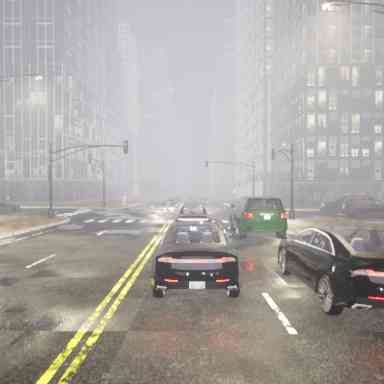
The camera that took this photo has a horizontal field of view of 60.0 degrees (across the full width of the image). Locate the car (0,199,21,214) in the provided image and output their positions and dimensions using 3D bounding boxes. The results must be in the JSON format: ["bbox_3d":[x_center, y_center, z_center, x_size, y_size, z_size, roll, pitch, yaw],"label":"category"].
[{"bbox_3d":[-19.481,1.401,33.185,4.181,1.385,1.994,1,1,1],"label":"car"}]

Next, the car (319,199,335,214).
[{"bbox_3d":[16.674,1.331,35.878,5.566,2.045,2.150,1,1,1],"label":"car"}]

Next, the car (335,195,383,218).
[{"bbox_3d":[16.121,1.513,30.106,5.009,1.841,2.192,1,0,1],"label":"car"}]

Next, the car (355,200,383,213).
[{"bbox_3d":[21.707,1.635,38.407,4.829,1.417,1.752,1,0,1],"label":"car"}]

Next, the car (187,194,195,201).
[{"bbox_3d":[-0.214,1.442,80.853,2.033,1.411,5.357,0,0,0],"label":"car"}]

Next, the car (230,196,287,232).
[{"bbox_3d":[3.304,1.210,17.334,2.150,2.045,5.566,0,0,0],"label":"car"}]

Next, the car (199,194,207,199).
[{"bbox_3d":[3.008,1.276,91.278,1.994,1.385,4.181,0,0,0],"label":"car"}]

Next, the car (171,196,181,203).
[{"bbox_3d":[-3.438,1.479,70.617,1.994,1.385,4.181,0,0,0],"label":"car"}]

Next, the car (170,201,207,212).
[{"bbox_3d":[0.052,1.479,17.687,2.128,1.511,4.902,0,0,0],"label":"car"}]

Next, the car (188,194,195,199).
[{"bbox_3d":[-0.242,1.319,91.300,1.895,1.301,4.718,0,0,0],"label":"car"}]

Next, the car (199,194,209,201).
[{"bbox_3d":[3.035,1.497,81.306,1.895,1.301,4.718,0,0,0],"label":"car"}]

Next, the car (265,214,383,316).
[{"bbox_3d":[3.327,1.487,7.493,2.128,1.511,4.902,0,0,0],"label":"car"}]

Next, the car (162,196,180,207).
[{"bbox_3d":[-3.479,1.445,51.380,2.128,1.511,4.902,0,0,0],"label":"car"}]

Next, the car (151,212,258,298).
[{"bbox_3d":[0.078,1.486,8.502,2.128,1.511,4.902,0,0,0],"label":"car"}]
